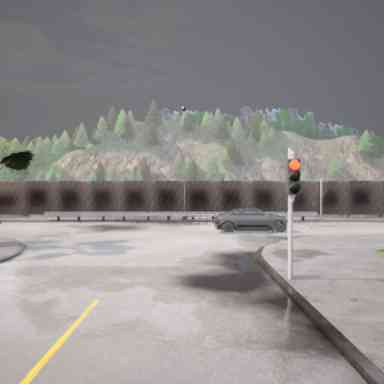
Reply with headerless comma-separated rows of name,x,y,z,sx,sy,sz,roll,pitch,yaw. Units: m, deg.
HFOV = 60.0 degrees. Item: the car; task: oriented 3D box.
car,3.345,1.567,18.778,4.181,1.385,1.994,0,0,0
